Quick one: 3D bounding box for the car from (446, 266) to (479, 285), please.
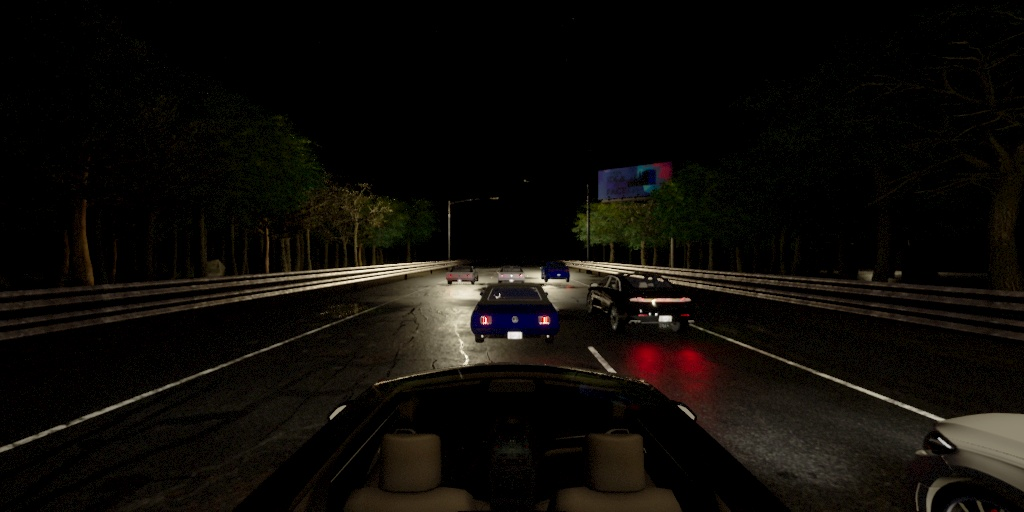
[{"bbox_3d":[-3.534,1.377,26.419,1.895,1.301,4.718,0,0,0],"label":"car"}]

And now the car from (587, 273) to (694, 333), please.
[{"bbox_3d":[3.552,1.251,10.768,2.128,1.511,4.902,0,0,0],"label":"car"}]

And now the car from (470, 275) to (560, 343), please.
[{"bbox_3d":[0.057,1.359,9.647,1.895,1.301,4.718,0,0,0],"label":"car"}]

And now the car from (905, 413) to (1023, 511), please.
[{"bbox_3d":[3.621,1.274,0.459,1.812,1.442,4.674,0,0,0],"label":"car"}]

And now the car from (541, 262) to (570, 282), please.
[{"bbox_3d":[3.453,1.256,29.076,1.882,1.535,5.008,0,0,-1],"label":"car"}]

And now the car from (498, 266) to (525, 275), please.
[{"bbox_3d":[-0.034,1.377,26.486,1.895,1.301,4.718,0,0,0],"label":"car"}]
